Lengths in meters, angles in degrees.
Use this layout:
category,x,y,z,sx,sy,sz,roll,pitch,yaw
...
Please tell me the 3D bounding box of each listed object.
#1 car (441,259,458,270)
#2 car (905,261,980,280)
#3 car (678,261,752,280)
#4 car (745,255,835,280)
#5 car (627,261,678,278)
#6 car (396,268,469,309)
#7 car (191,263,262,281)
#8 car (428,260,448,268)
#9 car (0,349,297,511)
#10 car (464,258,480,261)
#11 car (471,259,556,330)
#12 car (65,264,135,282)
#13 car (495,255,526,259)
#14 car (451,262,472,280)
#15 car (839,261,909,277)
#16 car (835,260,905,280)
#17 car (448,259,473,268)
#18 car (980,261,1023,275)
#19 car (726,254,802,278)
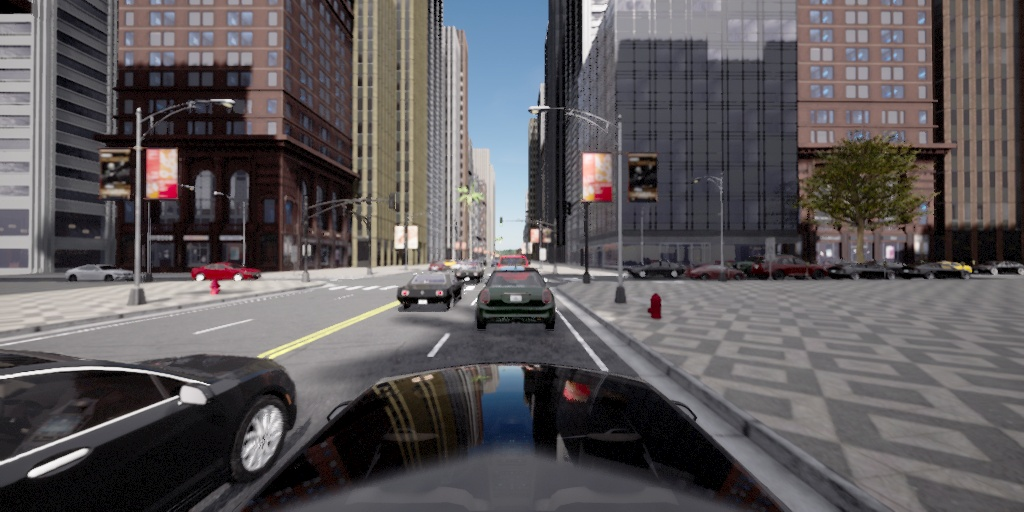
category,x,y,z,sx,sy,sz,roll,pitch,yaw
car,-9.799,1.327,56.598,1.882,1.535,5.008,0,0,0
car,32.238,1.165,27.461,4.313,1.339,1.948,0,0,-1
car,15.325,1.234,27.204,4.207,1.307,1.802,0,0,-1
car,20.963,0.947,27.290,5.009,1.841,2.192,0,0,-1
car,13.115,1.214,32.944,4.892,1.490,1.837,0,0,-1
car,-3.146,1.339,14.874,1.895,1.301,4.718,0,0,0
car,-23.199,1.311,29.246,5.008,1.535,1.882,0,0,1
car,-9.824,1.342,47.461,1.812,1.442,4.674,0,0,-2
car,-3.151,1.256,1.768,1.837,1.490,4.892,0,1,0
car,-6.558,1.445,55.363,1.895,1.301,4.718,0,0,0
car,0.100,1.090,11.210,2.097,1.767,4.553,0,0,0
car,-33.472,1.407,29.257,4.674,1.442,1.812,0,0,0
car,0.087,0.947,23.923,2.150,2.045,5.566,0,1,0
car,-3.150,1.335,27.580,1.895,1.301,4.718,0,0,0
car,33.513,1.170,33.247,4.674,1.442,1.812,0,0,-1
car,26.600,1.181,27.375,4.313,1.339,1.948,0,0,-1
car,-6.582,1.413,46.199,1.895,1.301,4.718,0,0,0
car,49.030,1.198,36.242,4.313,1.339,1.948,0,0,-1
car,23.155,0.896,33.105,5.566,2.045,2.150,0,0,-2
